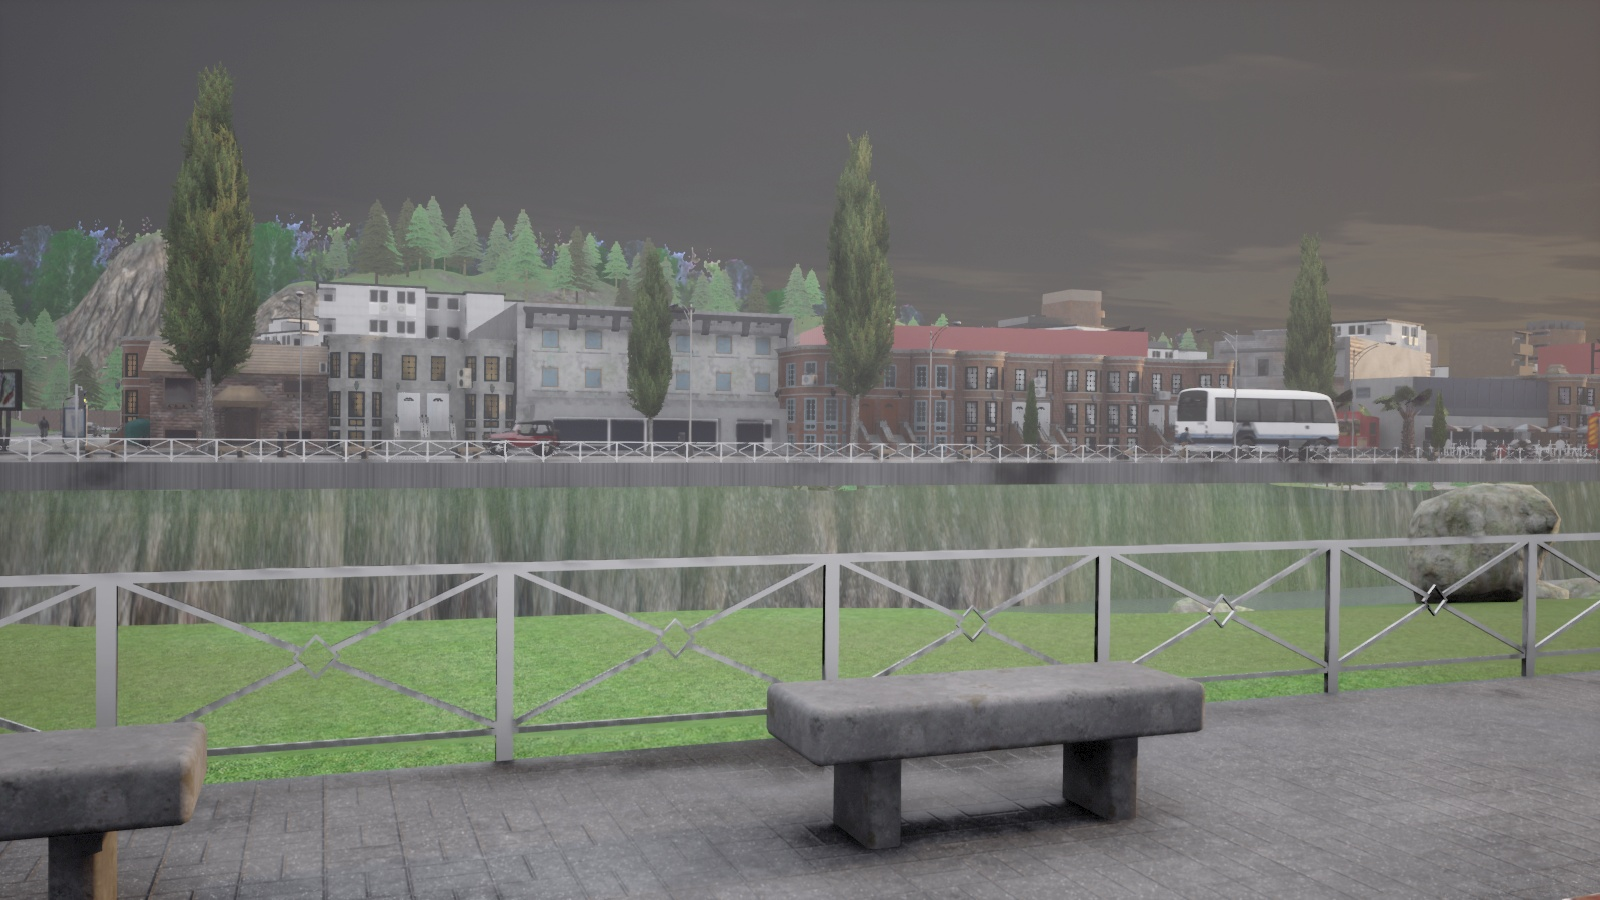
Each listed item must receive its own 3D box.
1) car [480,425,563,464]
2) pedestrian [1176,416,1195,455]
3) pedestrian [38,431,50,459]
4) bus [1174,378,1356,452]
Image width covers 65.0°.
[{"bbox_3d":[-14.263,-0.298,64.300,3.866,1.878,1.905,-1,1,-21],"label":"car"},{"bbox_3d":[19.611,-0.742,63.886,0.788,1.949,0.423,-1,1,-23],"label":"pedestrian"},{"bbox_3d":[-50.774,-0.322,84.352,0.563,1.883,0.849,-1,1,-41],"label":"pedestrian"},{"bbox_3d":[28.206,-2.121,76.159,10.273,4.253,3.944,-1,1,-21],"label":"bus"}]
